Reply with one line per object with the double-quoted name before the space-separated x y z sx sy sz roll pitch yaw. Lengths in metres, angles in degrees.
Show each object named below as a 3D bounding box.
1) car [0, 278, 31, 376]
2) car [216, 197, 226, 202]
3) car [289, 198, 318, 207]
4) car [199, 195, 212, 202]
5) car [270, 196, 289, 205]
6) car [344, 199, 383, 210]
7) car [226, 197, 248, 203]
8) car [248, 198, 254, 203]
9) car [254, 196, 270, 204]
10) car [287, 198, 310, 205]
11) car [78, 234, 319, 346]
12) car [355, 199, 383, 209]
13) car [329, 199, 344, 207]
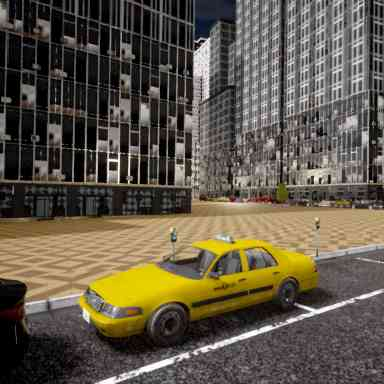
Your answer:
"car" -3.954 1.565 3.265 4.313 1.339 1.947 0 1 -36
"car" 7.881 1.845 79.289 1.752 1.417 4.829 1 -1 -22
"car" 18.363 1.715 53.552 2.008 1.369 4.403 1 -1 -22
"car" 3.601 1.698 89.806 2.192 1.841 5.009 1 -1 -22
"car" 16.255 1.636 58.732 1.967 1.590 4.097 1 -1 -22
"car" 22.581 1.653 43.194 2.008 1.369 4.403 1 -1 -22
"car" 9.927 1.729 74.269 1.967 1.590 4.097 1 -1 -22
"car" 15.103 2.051 82.443 1.802 1.307 4.206 1 -1 -22
"car" 17.217 1.753 77.265 2.192 1.841 5.009 1 -1 -22
"car" 21.434 1.927 66.900 2.008 1.369 4.403 1 -1 -22
"car" 0.410 1.528 6.323 4.829 1.417 1.752 0 1 -35
"car" 27.765 1.833 51.356 2.008 1.369 4.403 1 -1 -22
"car" 25.591 1.840 56.695 1.752 1.417 4.829 1 -1 -22
